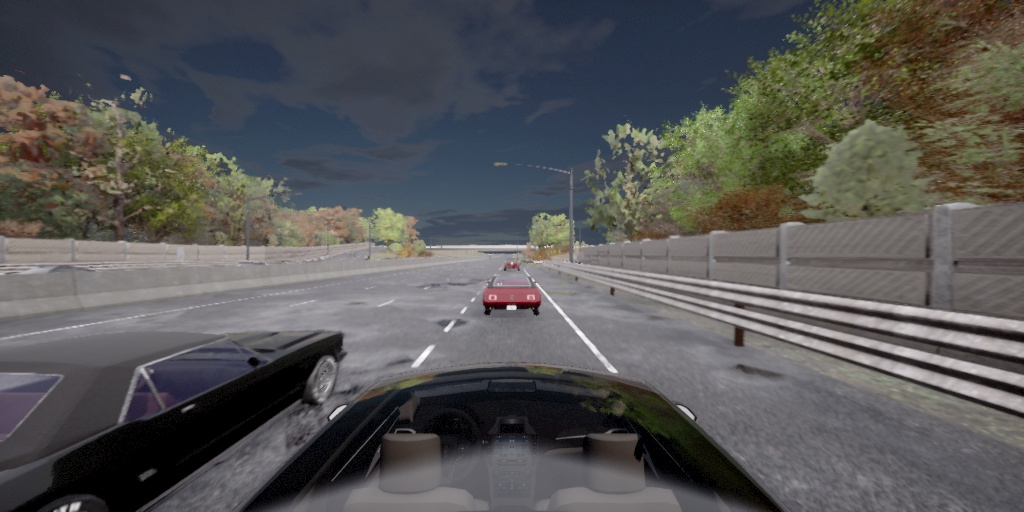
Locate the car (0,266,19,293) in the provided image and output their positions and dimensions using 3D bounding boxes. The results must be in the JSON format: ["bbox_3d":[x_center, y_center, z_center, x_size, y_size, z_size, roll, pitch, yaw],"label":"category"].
[{"bbox_3d":[-28.090,1.256,17.444,1.812,1.442,4.674,0,0,0],"label":"car"}]

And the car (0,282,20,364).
[{"bbox_3d":[-10.403,1.250,4.466,1.837,1.490,4.892,0,0,0],"label":"car"}]

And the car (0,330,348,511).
[{"bbox_3d":[-3.401,1.348,3.295,1.895,1.301,4.718,0,0,0],"label":"car"}]

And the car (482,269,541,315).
[{"bbox_3d":[-0.005,1.334,13.488,1.895,1.301,4.718,0,0,0],"label":"car"}]

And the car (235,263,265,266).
[{"bbox_3d":[-21.106,1.273,28.761,2.033,1.411,5.357,0,0,0],"label":"car"}]

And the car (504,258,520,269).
[{"bbox_3d":[0.064,1.070,50.024,2.097,1.767,4.553,0,0,2],"label":"car"}]

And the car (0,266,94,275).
[{"bbox_3d":[-24.587,1.255,19.077,1.812,1.442,4.674,0,0,0],"label":"car"}]
